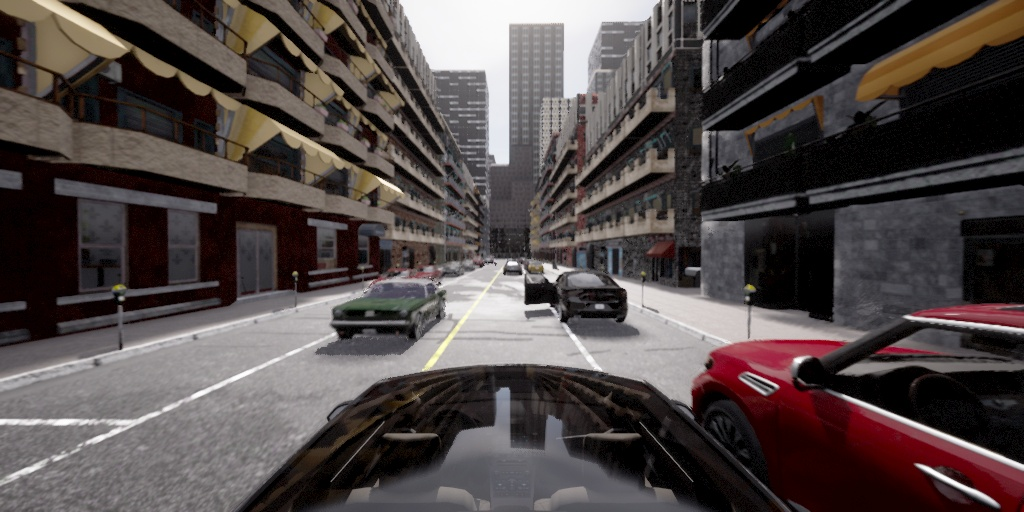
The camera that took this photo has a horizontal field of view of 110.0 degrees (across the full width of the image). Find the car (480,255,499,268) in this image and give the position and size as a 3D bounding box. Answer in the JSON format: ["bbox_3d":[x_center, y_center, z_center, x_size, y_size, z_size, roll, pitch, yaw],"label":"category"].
[{"bbox_3d":[-3.005,0.615,50.810,2.097,1.767,4.553,0,0,0],"label":"car"}]

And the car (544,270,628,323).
[{"bbox_3d":[2.361,1.205,12.124,1.882,1.535,5.008,0,0,0],"label":"car"}]

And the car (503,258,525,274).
[{"bbox_3d":[0.069,1.234,38.845,1.994,1.385,4.181,0,0,0],"label":"car"}]

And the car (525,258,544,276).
[{"bbox_3d":[2.685,1.192,40.674,1.751,1.417,4.829,0,0,0],"label":"car"}]

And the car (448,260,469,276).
[{"bbox_3d":[-5.694,1.229,34.930,2.007,1.370,4.403,0,0,0],"label":"car"}]

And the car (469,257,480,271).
[{"bbox_3d":[-5.696,1.205,46.134,2.007,1.370,4.403,0,0,0],"label":"car"}]

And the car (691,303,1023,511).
[{"bbox_3d":[2.690,1.065,1.290,2.192,1.841,5.009,0,0,0],"label":"car"}]

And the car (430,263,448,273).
[{"bbox_3d":[-5.693,1.284,23.725,1.802,1.307,4.207,0,0,0],"label":"car"}]

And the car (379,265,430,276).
[{"bbox_3d":[-5.693,1.296,18.123,1.802,1.307,4.207,0,0,0],"label":"car"}]

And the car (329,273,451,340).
[{"bbox_3d":[-3.100,1.333,10.015,1.895,1.301,4.718,0,0,0],"label":"car"}]
